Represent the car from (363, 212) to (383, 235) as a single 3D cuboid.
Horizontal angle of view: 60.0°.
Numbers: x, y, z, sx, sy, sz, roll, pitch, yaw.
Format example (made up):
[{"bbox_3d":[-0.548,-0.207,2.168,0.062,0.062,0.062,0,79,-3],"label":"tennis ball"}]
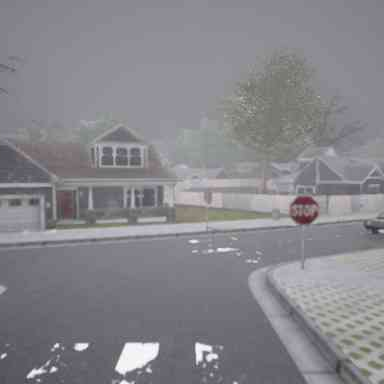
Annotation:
[{"bbox_3d":[11.472,1.661,17.924,4.718,1.301,1.895,-1,3,-31],"label":"car"}]
